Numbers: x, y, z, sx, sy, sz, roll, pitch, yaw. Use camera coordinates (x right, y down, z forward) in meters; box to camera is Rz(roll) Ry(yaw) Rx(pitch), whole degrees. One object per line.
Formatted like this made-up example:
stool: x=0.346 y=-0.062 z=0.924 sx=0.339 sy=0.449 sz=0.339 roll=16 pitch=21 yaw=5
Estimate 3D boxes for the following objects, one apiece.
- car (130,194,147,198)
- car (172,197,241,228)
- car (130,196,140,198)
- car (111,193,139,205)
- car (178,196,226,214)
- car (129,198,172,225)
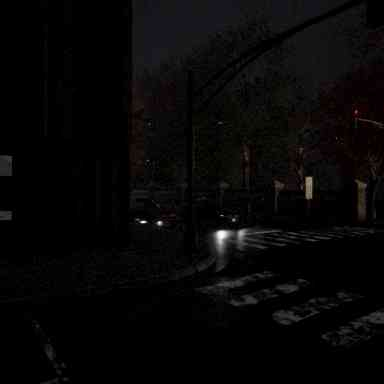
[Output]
car: x=-4.394 y=1.093 z=27.820 sx=1.812 sy=1.442 sz=4.674 roll=0 pitch=1 yaw=-36
car: x=0.967 y=1.255 z=20.448 sx=1.812 sy=1.442 sz=4.674 roll=0 pitch=1 yaw=-36
car: x=-5.870 y=1.158 z=25.459 sx=1.802 sy=1.307 sz=4.206 roll=2 pitch=0 yaw=-36
car: x=-8.866 y=0.864 z=43.817 sx=2.008 sy=1.369 sz=4.403 roll=1 pitch=0 yaw=-36
car: x=0.809 y=1.129 z=30.524 sx=1.752 sy=1.417 sz=4.829 roll=1 pitch=0 yaw=-36
car: x=-2.612 y=1.257 z=20.983 sx=1.802 sy=1.307 sz=4.206 roll=2 pitch=0 yaw=-36
